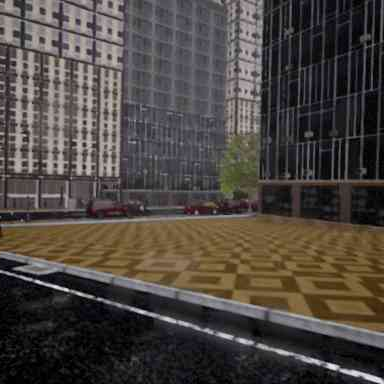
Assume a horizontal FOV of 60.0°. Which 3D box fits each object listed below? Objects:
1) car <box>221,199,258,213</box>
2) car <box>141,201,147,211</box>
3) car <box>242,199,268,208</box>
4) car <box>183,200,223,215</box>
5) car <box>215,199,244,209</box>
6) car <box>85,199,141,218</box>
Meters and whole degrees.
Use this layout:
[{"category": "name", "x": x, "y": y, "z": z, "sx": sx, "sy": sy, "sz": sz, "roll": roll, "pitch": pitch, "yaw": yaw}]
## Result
[{"category": "car", "x": 5.779, "y": 1.787, "z": 43.369, "sx": 5.009, "sy": 1.841, "sz": 2.192, "roll": 1, "pitch": 1, "yaw": -34}, {"category": "car", "x": -8.030, "y": 1.729, "z": 43.494, "sx": 4.403, "sy": 1.369, "sz": 2.008, "roll": 1, "pitch": 1, "yaw": -34}, {"category": "car", "x": 10.703, "y": 1.939, "z": 56.271, "sx": 4.206, "sy": 1.307, "sz": 1.802, "roll": 1, "pitch": 1, "yaw": -34}, {"category": "car", "x": 1.091, "y": 1.971, "z": 40.179, "sx": 4.507, "sy": 1.381, "sz": 1.887, "roll": 1, "pitch": 1, "yaw": -34}, {"category": "car", "x": 6.020, "y": 1.878, "z": 53.077, "sx": 4.313, "sy": 1.339, "sz": 1.947, "roll": 1, "pitch": 1, "yaw": -34}, {"category": "car", "x": -8.271, "y": 1.653, "z": 33.787, "sx": 5.009, "sy": 1.841, "sz": 2.192, "roll": 1, "pitch": 1, "yaw": -34}]
